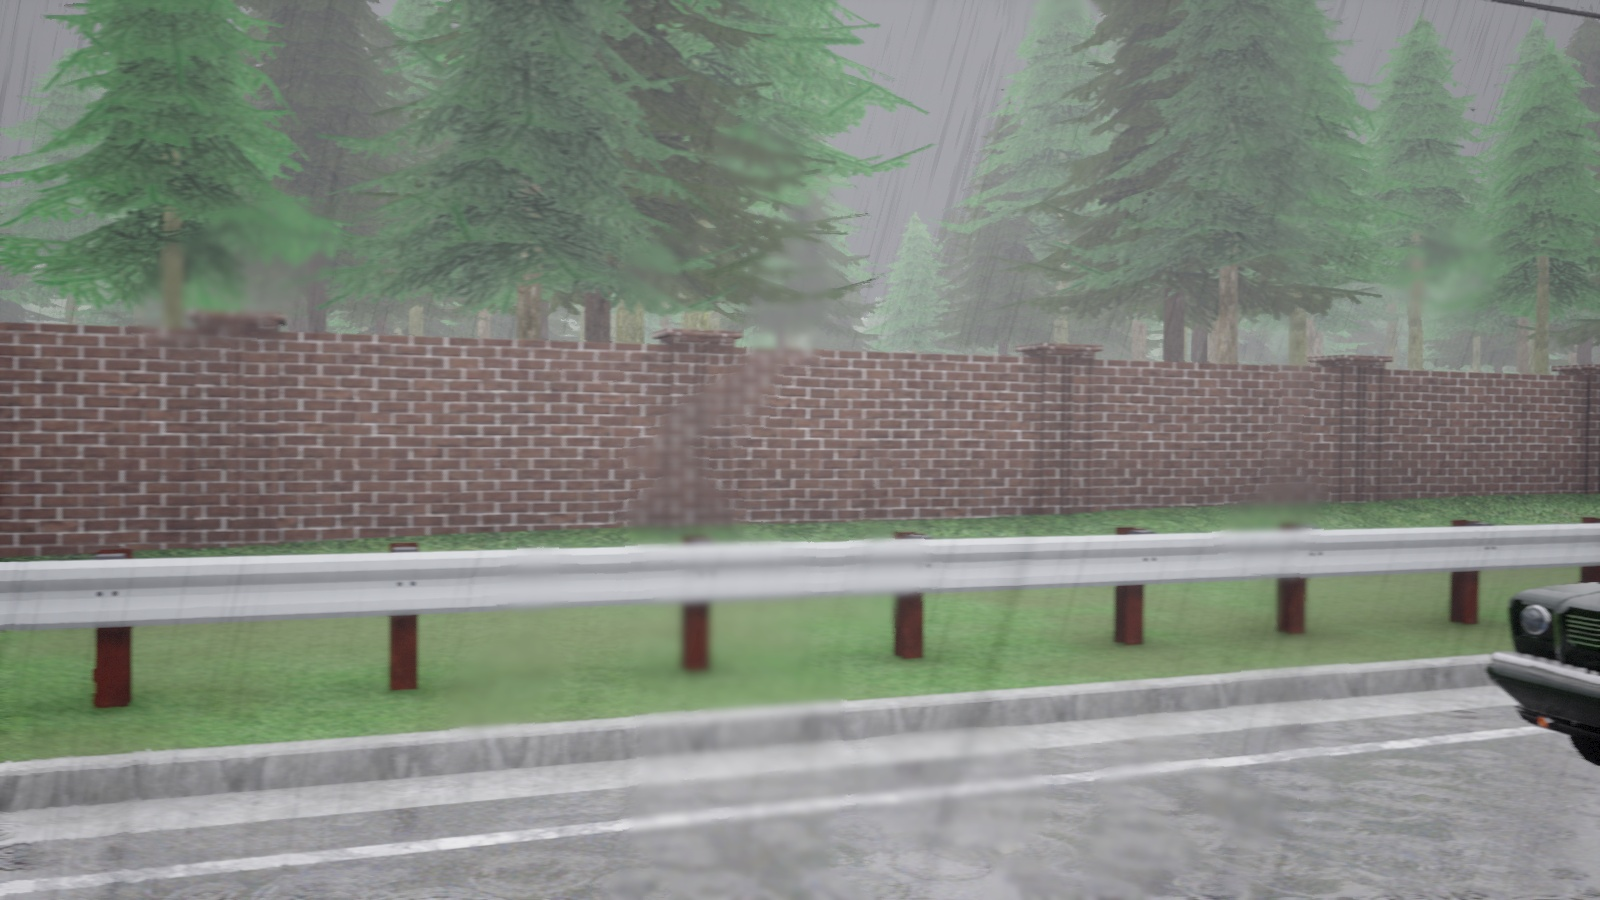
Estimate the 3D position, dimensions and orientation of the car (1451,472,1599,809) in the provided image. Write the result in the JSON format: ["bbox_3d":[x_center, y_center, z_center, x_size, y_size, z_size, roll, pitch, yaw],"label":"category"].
[{"bbox_3d":[5.497,0.743,5.463,4.718,1.301,1.895,-1,1,-16],"label":"car"}]
